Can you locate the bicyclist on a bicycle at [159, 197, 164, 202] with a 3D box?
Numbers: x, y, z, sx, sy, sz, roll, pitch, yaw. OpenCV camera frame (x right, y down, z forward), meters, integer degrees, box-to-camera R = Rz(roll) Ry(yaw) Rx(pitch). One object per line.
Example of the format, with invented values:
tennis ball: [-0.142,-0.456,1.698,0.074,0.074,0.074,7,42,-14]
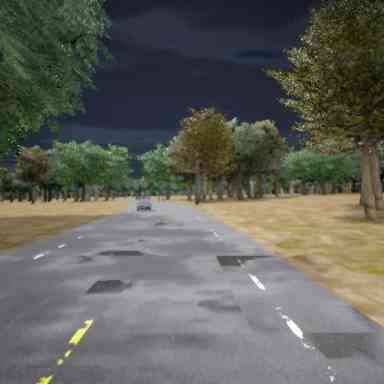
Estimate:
bicyclist on a bicycle: [-6.731,1.756,77.345,0.582,1.620,1.656,0,-1,-11]

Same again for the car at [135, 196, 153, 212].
car: [-5.855,1.626,41.189,1.837,1.490,4.892,0,0,-6]
